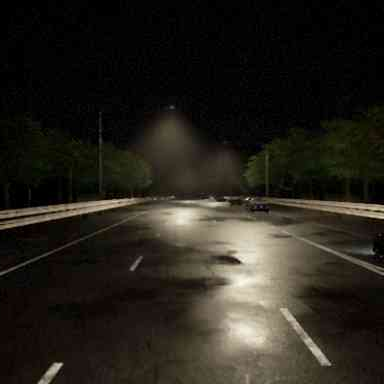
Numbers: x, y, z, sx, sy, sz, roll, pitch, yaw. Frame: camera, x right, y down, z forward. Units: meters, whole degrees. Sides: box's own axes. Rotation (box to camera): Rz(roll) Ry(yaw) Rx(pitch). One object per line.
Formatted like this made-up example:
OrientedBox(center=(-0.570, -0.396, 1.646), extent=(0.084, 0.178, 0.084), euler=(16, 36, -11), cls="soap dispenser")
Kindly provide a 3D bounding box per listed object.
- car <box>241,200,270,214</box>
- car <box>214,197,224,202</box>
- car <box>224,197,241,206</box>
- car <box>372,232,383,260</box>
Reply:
OrientedBox(center=(7.022, 1.553, 36.090), extent=(2.033, 1.411, 5.357), euler=(0, 0, 0), cls="car")
OrientedBox(center=(7.249, 1.912, 84.679), extent=(1.994, 1.385, 4.181), euler=(0, -1, 0), cls="car")
OrientedBox(center=(7.080, 1.562, 55.118), extent=(2.128, 1.511, 4.902), euler=(0, 0, 0), cls="car")
OrientedBox(center=(7.391, 1.574, 9.949), extent=(1.994, 1.385, 4.181), euler=(0, 0, -4), cls="car")
